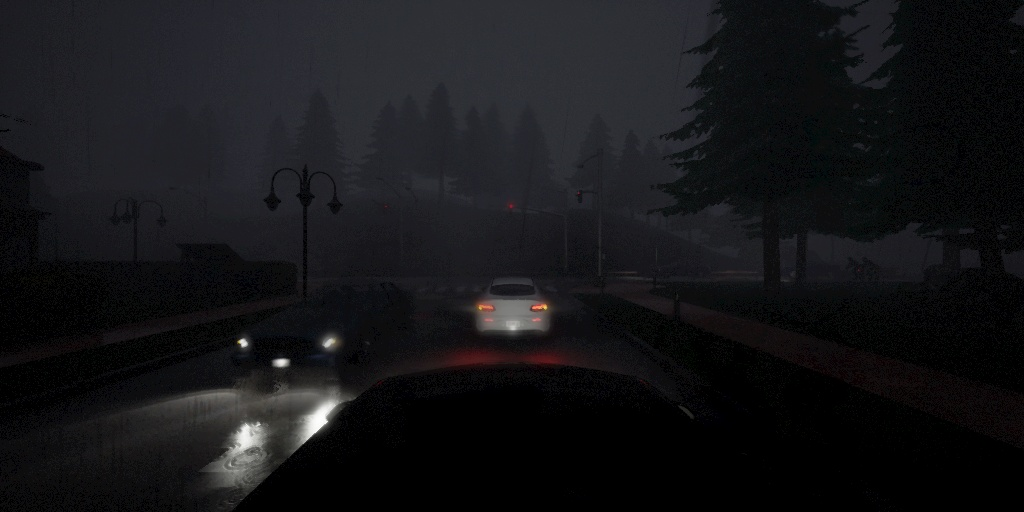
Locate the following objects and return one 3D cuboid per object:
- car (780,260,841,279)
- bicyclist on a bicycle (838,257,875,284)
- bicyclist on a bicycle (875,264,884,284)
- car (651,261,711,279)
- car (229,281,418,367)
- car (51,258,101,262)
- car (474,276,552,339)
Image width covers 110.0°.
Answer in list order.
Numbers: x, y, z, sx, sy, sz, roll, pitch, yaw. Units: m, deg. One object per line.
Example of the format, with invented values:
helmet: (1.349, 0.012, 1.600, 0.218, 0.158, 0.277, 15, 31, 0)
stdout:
car: (24.386, 1.065, 29.900, 5.008, 1.535, 1.882, 0, 0, 0)
bicyclist on a bicycle: (21.134, 0.891, 22.213, 0.582, 1.620, 1.656, 0, 0, -16)
bicyclist on a bicycle: (21.781, 0.893, 21.954, 0.582, 1.620, 1.656, 0, 0, -14)
car: (14.065, 1.113, 29.864, 4.674, 1.442, 1.812, 0, 0, -1)
car: (-3.645, 1.297, 8.294, 2.033, 1.411, 5.357, 0, 0, 0)
car: (-30.765, 0.940, 25.866, 4.553, 1.767, 2.097, 0, 0, 0)
car: (0.023, 1.276, 9.935, 1.812, 1.442, 4.674, 0, 0, 0)
